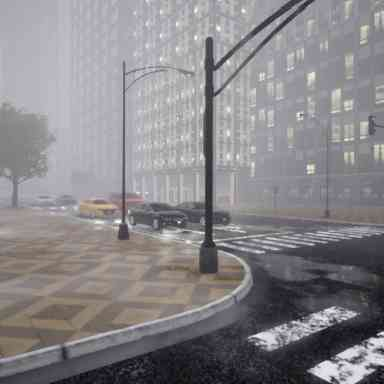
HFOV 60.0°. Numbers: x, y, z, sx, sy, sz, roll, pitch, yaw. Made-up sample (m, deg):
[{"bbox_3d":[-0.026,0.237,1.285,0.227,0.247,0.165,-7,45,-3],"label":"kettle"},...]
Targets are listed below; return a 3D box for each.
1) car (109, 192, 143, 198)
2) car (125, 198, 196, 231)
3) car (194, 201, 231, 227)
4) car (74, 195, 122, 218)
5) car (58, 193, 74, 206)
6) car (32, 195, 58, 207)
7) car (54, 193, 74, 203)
[{"bbox_3d":[-5.984,1.003,30.413,2.150,2.045,5.566,0,0,-37],"label":"car"},{"bbox_3d":[-2.129,1.357,19.793,1.837,1.490,4.892,0,0,-37],"label":"car"},{"bbox_3d":[0.445,1.344,21.779,1.882,1.535,5.008,0,0,-37],"label":"car"},{"bbox_3d":[-7.781,1.254,27.385,1.882,1.535,5.008,0,1,-37],"label":"car"},{"bbox_3d":[-17.322,1.093,45.730,1.882,1.535,5.008,0,0,-36],"label":"car"},{"bbox_3d":[-18.931,1.141,42.424,1.812,1.442,4.674,0,0,-36],"label":"car"},{"bbox_3d":[-22.553,0.985,58.435,1.882,1.535,5.008,0,0,-37],"label":"car"}]
